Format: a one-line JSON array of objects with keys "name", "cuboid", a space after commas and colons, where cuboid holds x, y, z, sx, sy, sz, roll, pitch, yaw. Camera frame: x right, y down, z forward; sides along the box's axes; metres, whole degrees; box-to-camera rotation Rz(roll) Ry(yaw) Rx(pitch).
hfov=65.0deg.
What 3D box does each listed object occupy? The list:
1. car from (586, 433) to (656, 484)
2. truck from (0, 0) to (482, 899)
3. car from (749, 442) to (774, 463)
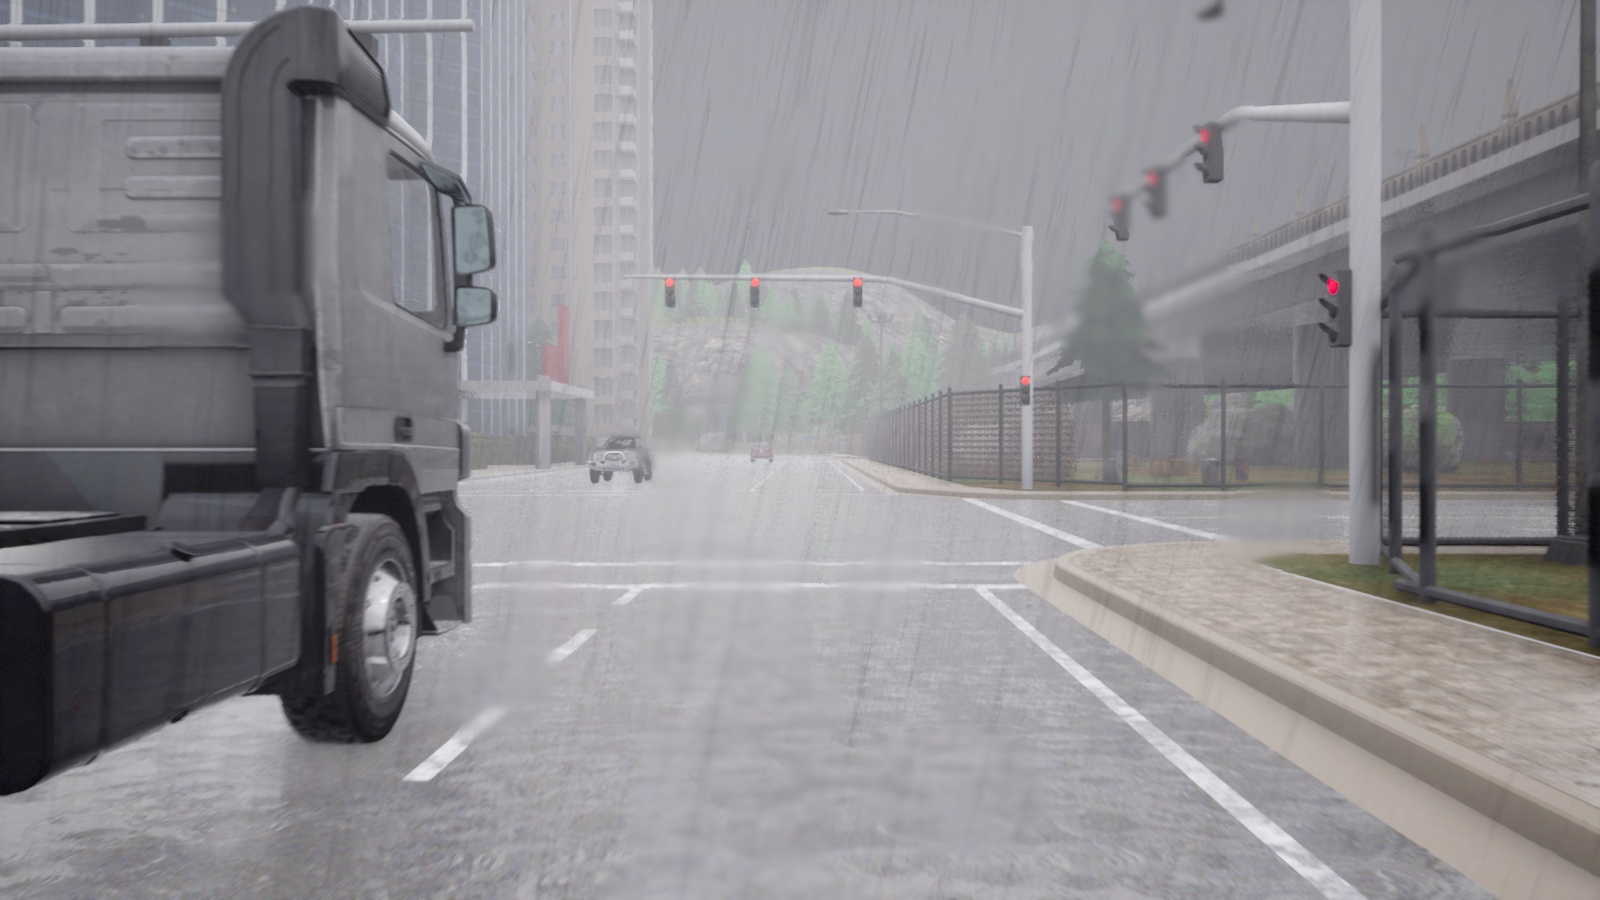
[{"name": "car", "cuboid": [-6.715, 0.290, 47.540, 1.932, 1.855, 4.605, 0, 0, 0]}, {"name": "truck", "cuboid": [-3.461, -0.260, 3.911, 2.891, 3.462, 7.936, 0, 0, 0]}, {"name": "car", "cuboid": [-2.938, 0.177, 96.791, 1.789, 1.549, 3.705, 0, 0, 0]}]
